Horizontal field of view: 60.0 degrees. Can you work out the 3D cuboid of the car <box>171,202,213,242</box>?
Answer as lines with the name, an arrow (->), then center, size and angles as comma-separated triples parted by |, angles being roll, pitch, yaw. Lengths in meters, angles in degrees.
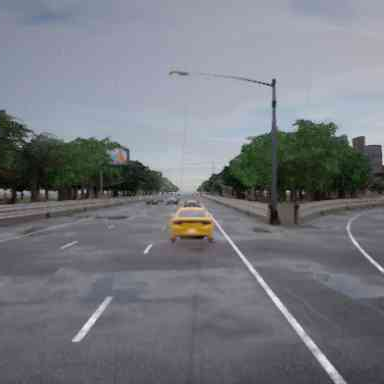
car -> 0.003, 1.488, 16.422 | 1.882, 1.535, 5.008 | 0, 0, 0

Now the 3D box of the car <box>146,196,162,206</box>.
car -> -6.983, 1.711, 58.813 | 1.895, 1.301, 4.718 | 0, 0, 0

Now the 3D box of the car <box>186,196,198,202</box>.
car -> 0.010, 1.578, 40.692 | 1.812, 1.442, 4.674 | 0, 0, 0

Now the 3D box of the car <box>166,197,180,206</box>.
car -> -3.483, 1.635, 58.782 | 1.812, 1.442, 4.674 | 0, 0, 0

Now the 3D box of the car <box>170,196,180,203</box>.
car -> -3.480, 1.616, 69.935 | 1.895, 1.301, 4.718 | 0, 0, 0

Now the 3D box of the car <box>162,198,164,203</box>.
car -> -6.981, 1.567, 69.762 | 1.994, 1.385, 4.181 | 0, 0, 0
